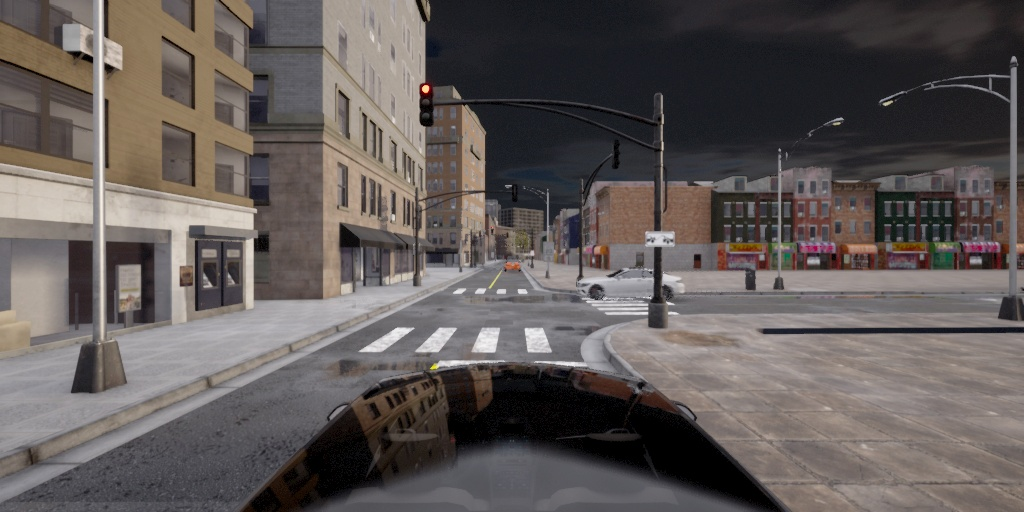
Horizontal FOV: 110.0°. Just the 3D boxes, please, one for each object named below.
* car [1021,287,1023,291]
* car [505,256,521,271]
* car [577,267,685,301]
[{"bbox_3d":[26.575,1.191,16.044,5.357,1.411,2.033,0,0,0],"label":"car"},{"bbox_3d":[0.084,1.113,47.982,2.097,1.767,4.553,0,0,0],"label":"car"},{"bbox_3d":[5.381,1.247,16.469,4.674,1.442,1.812,0,0,7],"label":"car"}]
